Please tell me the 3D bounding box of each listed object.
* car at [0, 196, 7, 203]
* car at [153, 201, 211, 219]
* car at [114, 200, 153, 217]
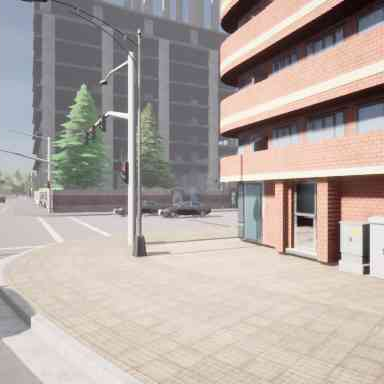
[{"bbox_3d":[-38.045,1.500,66.419,1.837,1.490,4.892,0,0,-27],"label":"car"},{"bbox_3d":[-0.631,1.547,29.835,4.902,1.511,2.128,0,0,-27],"label":"car"},{"bbox_3d":[-4.926,1.544,31.602,4.902,1.511,2.128,0,0,-27],"label":"car"}]
